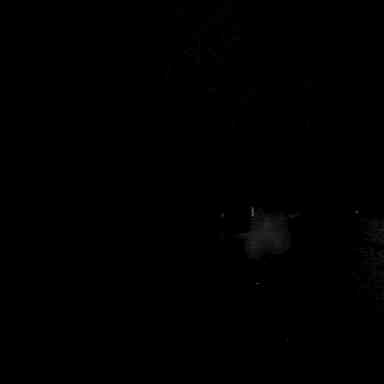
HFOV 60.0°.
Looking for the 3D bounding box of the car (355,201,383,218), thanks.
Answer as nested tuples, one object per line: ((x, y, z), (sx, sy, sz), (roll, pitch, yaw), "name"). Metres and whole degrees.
((17.975, 1.617, 31.537), (4.902, 1.511, 2.128), (0, 0, -5), "car")

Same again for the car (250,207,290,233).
((4.786, 1.624, 20.074), (1.994, 1.385, 4.181), (0, 0, 20), "car")
